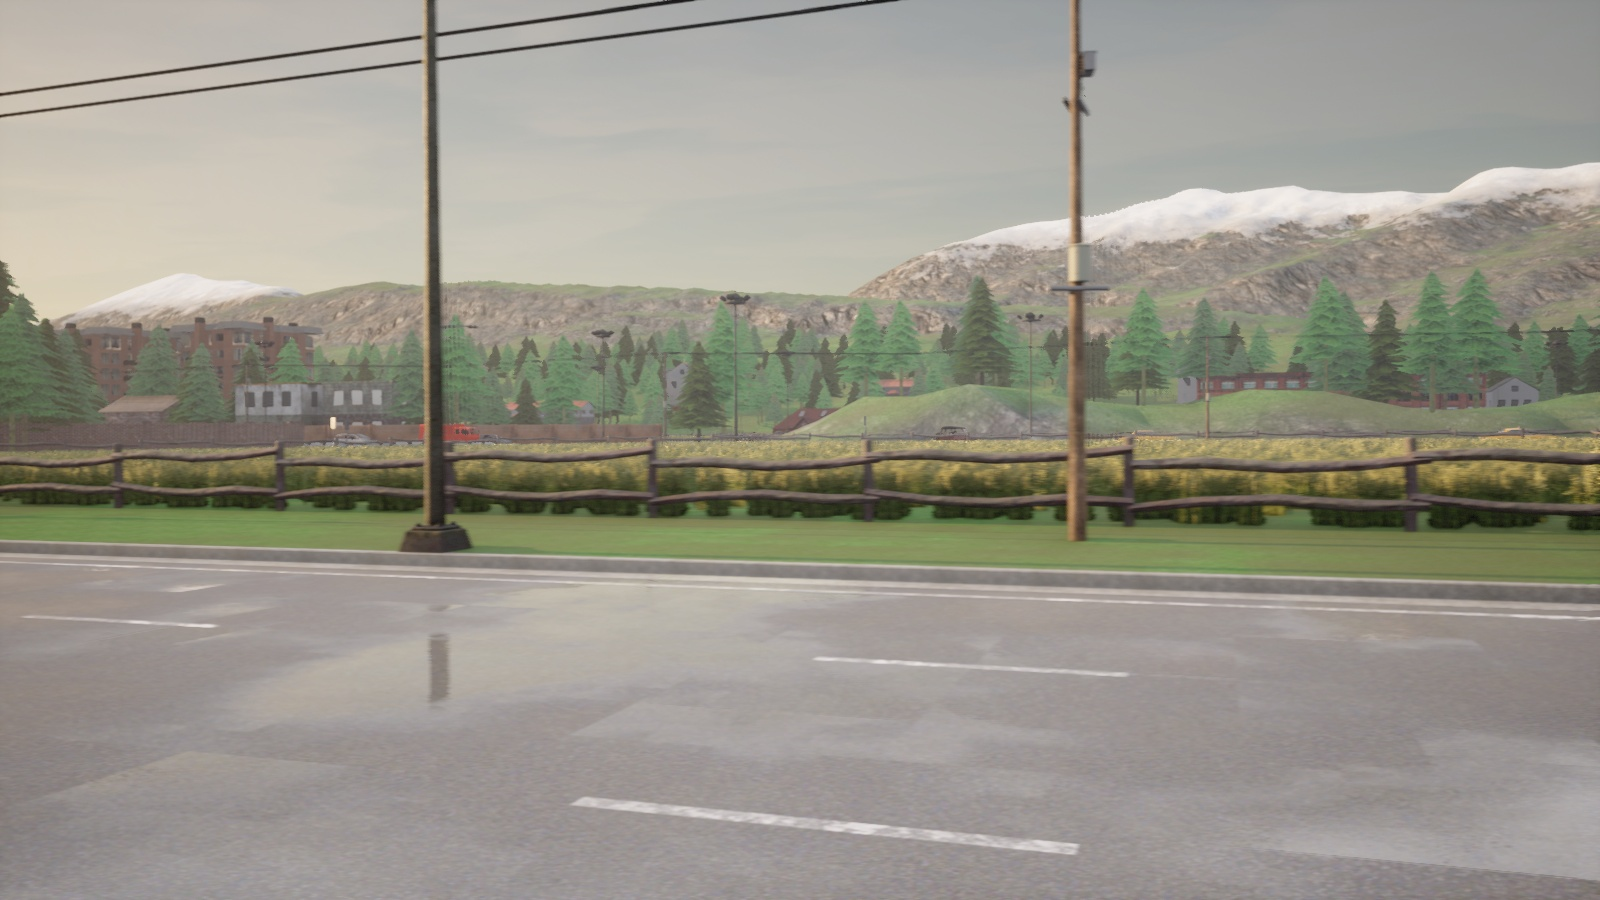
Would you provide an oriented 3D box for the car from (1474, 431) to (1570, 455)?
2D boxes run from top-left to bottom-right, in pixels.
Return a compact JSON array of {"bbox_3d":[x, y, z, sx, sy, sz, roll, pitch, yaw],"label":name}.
[{"bbox_3d":[48.819,-0.482,85.069,5.366,1.575,1.801,0,1,18],"label":"car"}]

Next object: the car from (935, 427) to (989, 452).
[{"bbox_3d":[12.549,-0.812,97.083,3.866,1.878,1.905,0,1,18],"label":"car"}]
